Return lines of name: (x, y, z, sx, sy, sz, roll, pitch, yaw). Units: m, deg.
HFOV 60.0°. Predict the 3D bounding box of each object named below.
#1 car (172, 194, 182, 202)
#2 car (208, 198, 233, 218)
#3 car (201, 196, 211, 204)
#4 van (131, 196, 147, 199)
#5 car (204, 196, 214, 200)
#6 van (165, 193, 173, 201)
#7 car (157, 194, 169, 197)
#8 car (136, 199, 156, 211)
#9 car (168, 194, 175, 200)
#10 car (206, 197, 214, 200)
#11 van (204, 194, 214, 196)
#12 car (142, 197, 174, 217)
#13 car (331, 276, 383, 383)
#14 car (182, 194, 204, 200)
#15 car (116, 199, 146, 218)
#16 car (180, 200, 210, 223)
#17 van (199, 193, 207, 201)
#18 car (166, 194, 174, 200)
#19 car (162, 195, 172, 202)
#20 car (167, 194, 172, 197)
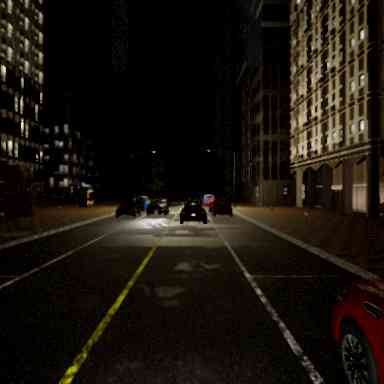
car: (-3.003, 1.256, 72.836, 2.097, 1.767, 4.553, 0, 0, 0)
car: (2.689, 1.533, 30.327, 1.887, 1.381, 4.507, 0, 0, 0)
car: (2.688, 1.497, 64.338, 1.887, 1.381, 4.507, 0, 0, 0)
van: (-5.692, 1.327, 35.995, 1.690, 1.788, 3.998, 0, 0, 0)
car: (2.689, 1.557, 47.334, 1.802, 1.307, 4.206, 0, 0, 0)
van: (-5.693, 1.269, 81.342, 1.690, 1.788, 3.998, 0, 0, 0)
car: (-5.692, 1.526, 58.670, 1.947, 1.339, 4.313, 0, 0, 0)
car: (-5.692, 1.548, 41.664, 1.947, 1.339, 4.313, 0, 0, 0)
car: (-5.693, 1.348, 92.679, 1.967, 1.590, 4.097, 0, 0, 0)
car: (2.689, 1.568, 35.994, 1.802, 1.307, 4.206, 0, 0, 0)
van: (2.689, 1.309, 53.002, 1.690, 1.788, 3.998, 0, 0, 0)
car: (-3.097, 1.480, 31.123, 2.128, 1.511, 4.902, 0, 0, 0)
car: (2.690, 1.315, 1.985, 2.192, 1.841, 5.009, 0, 0, 0)
car: (0.099, 1.334, 42.199, 2.097, 1.767, 4.553, 0, 0, 0)
car: (-5.691, 1.554, 30.327, 1.947, 1.339, 4.313, 0, 0, 0)
car: (0.101, 1.555, 25.080, 1.994, 1.385, 4.181, 0, 0, 0)
van: (2.688, 1.269, 81.342, 1.690, 1.788, 3.998, 0, 0, 0)
car: (-5.693, 1.359, 87.011, 1.967, 1.590, 4.097, 0, 0, 0)
car: (-5.693, 1.482, 75.673, 1.887, 1.381, 4.507, 0, 0, 0)
car: (-5.692, 1.267, 64.338, 2.192, 1.841, 5.009, 0, 0, 0)
